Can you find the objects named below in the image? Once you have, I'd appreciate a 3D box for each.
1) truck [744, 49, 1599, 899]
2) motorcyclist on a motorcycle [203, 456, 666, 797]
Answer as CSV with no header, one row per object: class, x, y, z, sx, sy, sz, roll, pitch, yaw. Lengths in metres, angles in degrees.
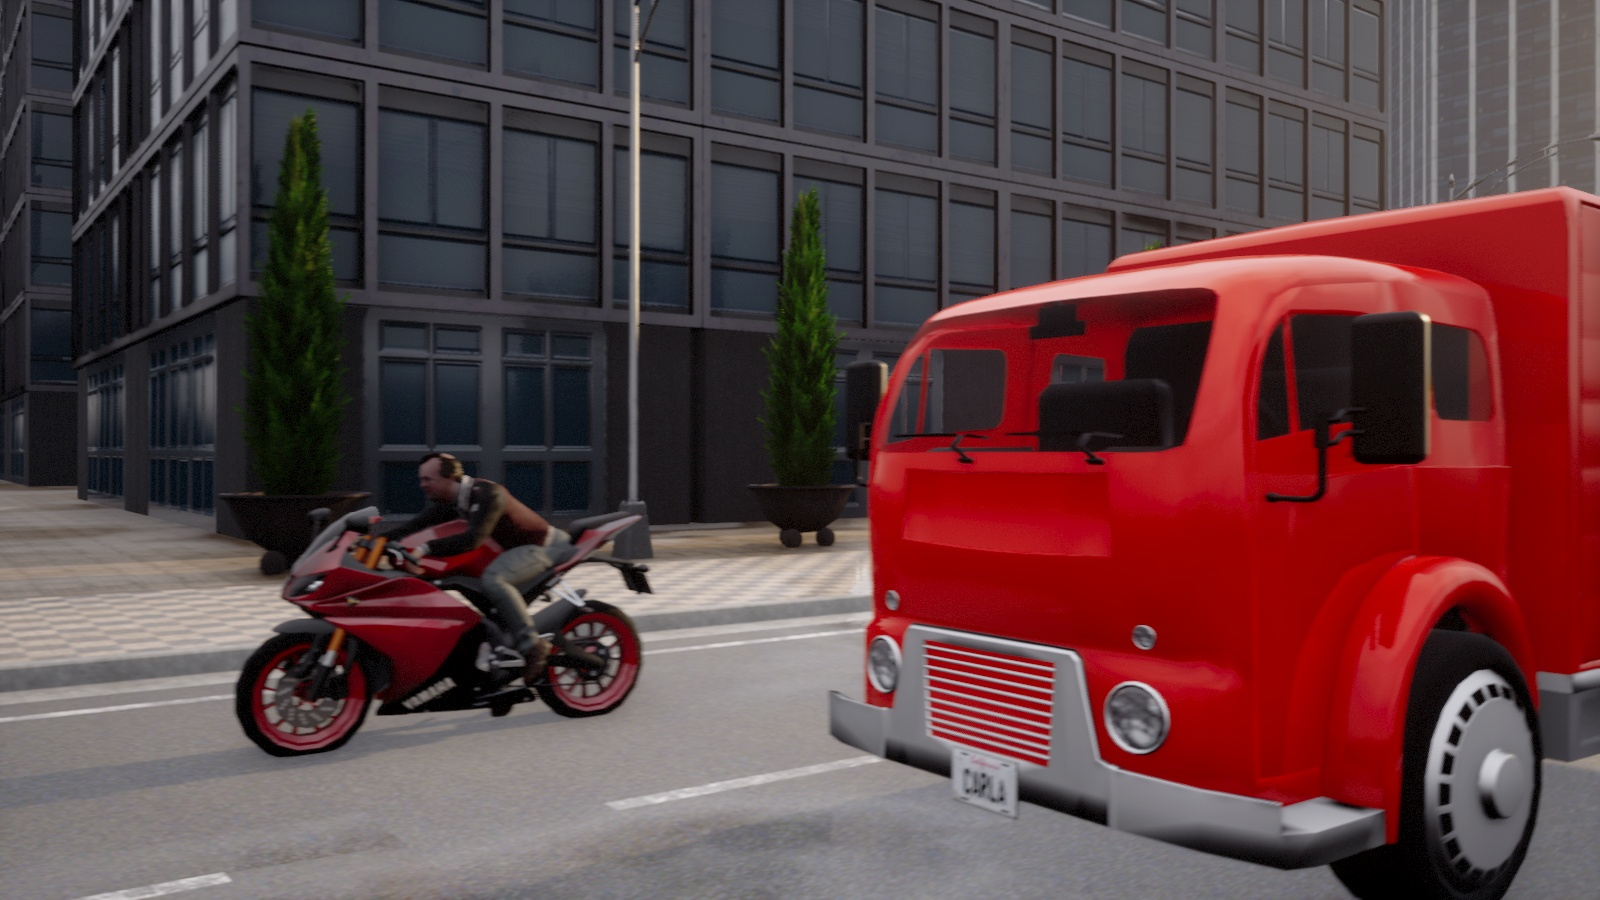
truck,2.649,0.267,5.632,5.204,2.467,2.627,0,0,-36
motorcyclist on a motorcycle,-1.883,0.802,6.660,2.191,1.530,0.866,0,0,-36
